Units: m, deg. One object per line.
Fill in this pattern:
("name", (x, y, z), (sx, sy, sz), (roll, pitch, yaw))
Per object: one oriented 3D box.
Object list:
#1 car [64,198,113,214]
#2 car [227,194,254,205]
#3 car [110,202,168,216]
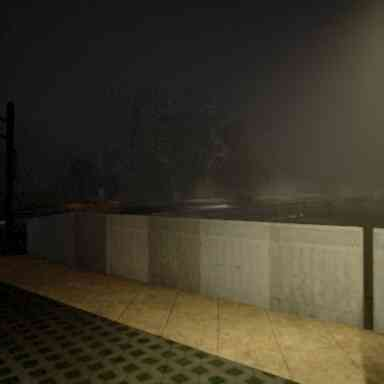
("car", (-8.653, 1.279, 29.067), (1.882, 1.535, 5.008), (3, 3, 41))
("car", (6.877, 1.010, 46.795), (2.128, 1.511, 4.902), (3, 2, 42))
("car", (-3.606, 1.616, 24.826), (1.994, 1.385, 4.181), (3, 3, 41))
